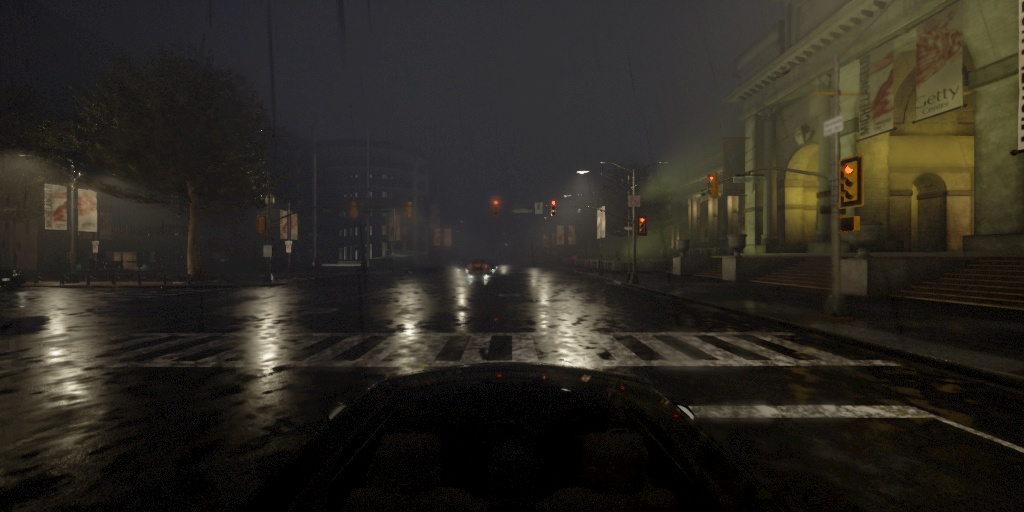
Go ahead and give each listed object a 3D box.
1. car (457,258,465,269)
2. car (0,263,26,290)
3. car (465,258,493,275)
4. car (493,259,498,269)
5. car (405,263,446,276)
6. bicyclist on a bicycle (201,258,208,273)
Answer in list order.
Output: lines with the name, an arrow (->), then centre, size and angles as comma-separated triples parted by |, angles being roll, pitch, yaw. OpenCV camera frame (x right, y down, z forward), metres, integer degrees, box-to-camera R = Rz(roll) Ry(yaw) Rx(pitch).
car -> -7.096, 1.255, 54.350 | 1.837, 1.490, 4.892 | 0, 0, 0
car -> -31.114, 0.971, 20.095 | 5.566, 2.045, 2.150 | 0, 0, 0
car -> -3.596, 1.102, 39.554 | 2.097, 1.767, 4.553 | 0, 0, 0
car -> -3.600, 1.228, 55.517 | 1.882, 1.535, 5.008 | 0, 0, 0
car -> -9.106, 1.351, 37.978 | 1.895, 1.301, 4.718 | 0, 0, 28
bicyclist on a bicycle -> -34.228, 1.051, 39.560 | 0.582, 1.620, 1.656 | 0, 0, 0
